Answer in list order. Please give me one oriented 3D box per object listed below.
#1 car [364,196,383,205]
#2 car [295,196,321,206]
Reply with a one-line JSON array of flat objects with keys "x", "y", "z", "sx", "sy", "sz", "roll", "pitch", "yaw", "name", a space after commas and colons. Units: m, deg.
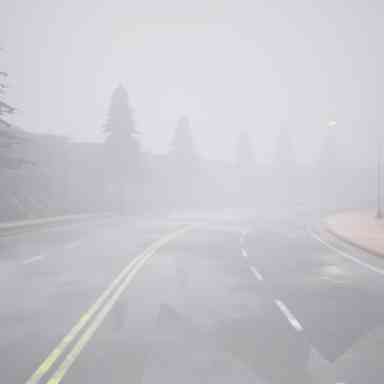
[{"x": 30.798, "y": 1.363, "z": 54.332, "sx": 5.357, "sy": 1.411, "sz": 2.033, "roll": 0, "pitch": 0, "yaw": -20, "name": "car"}, {"x": 18.296, "y": 1.348, "z": 52.340, "sx": 4.674, "sy": 1.442, "sz": 1.812, "roll": 0, "pitch": 0, "yaw": -30, "name": "car"}]
